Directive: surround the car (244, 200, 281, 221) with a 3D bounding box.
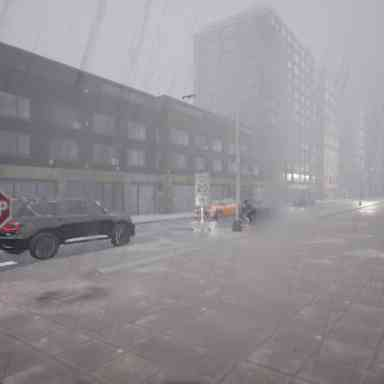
[{"bbox_3d":[5.699,1.449,27.205,1.837,1.490,4.892,0,0,35],"label":"car"}]

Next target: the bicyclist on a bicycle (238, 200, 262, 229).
[{"bbox_3d":[3.157,1.269,18.634,1.656,1.620,0.582,0,0,35],"label":"bicyclist on a bicycle"}]

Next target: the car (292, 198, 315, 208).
[{"bbox_3d":[15.344,1.503,45.645,1.895,1.301,4.718,0,0,36],"label":"car"}]

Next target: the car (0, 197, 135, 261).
[{"bbox_3d":[-4.696,1.199,12.626,2.150,2.045,5.566,0,0,35],"label":"car"}]

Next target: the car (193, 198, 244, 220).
[{"bbox_3d":[2.040,1.290,27.155,2.097,1.767,4.553,0,0,36],"label":"car"}]
